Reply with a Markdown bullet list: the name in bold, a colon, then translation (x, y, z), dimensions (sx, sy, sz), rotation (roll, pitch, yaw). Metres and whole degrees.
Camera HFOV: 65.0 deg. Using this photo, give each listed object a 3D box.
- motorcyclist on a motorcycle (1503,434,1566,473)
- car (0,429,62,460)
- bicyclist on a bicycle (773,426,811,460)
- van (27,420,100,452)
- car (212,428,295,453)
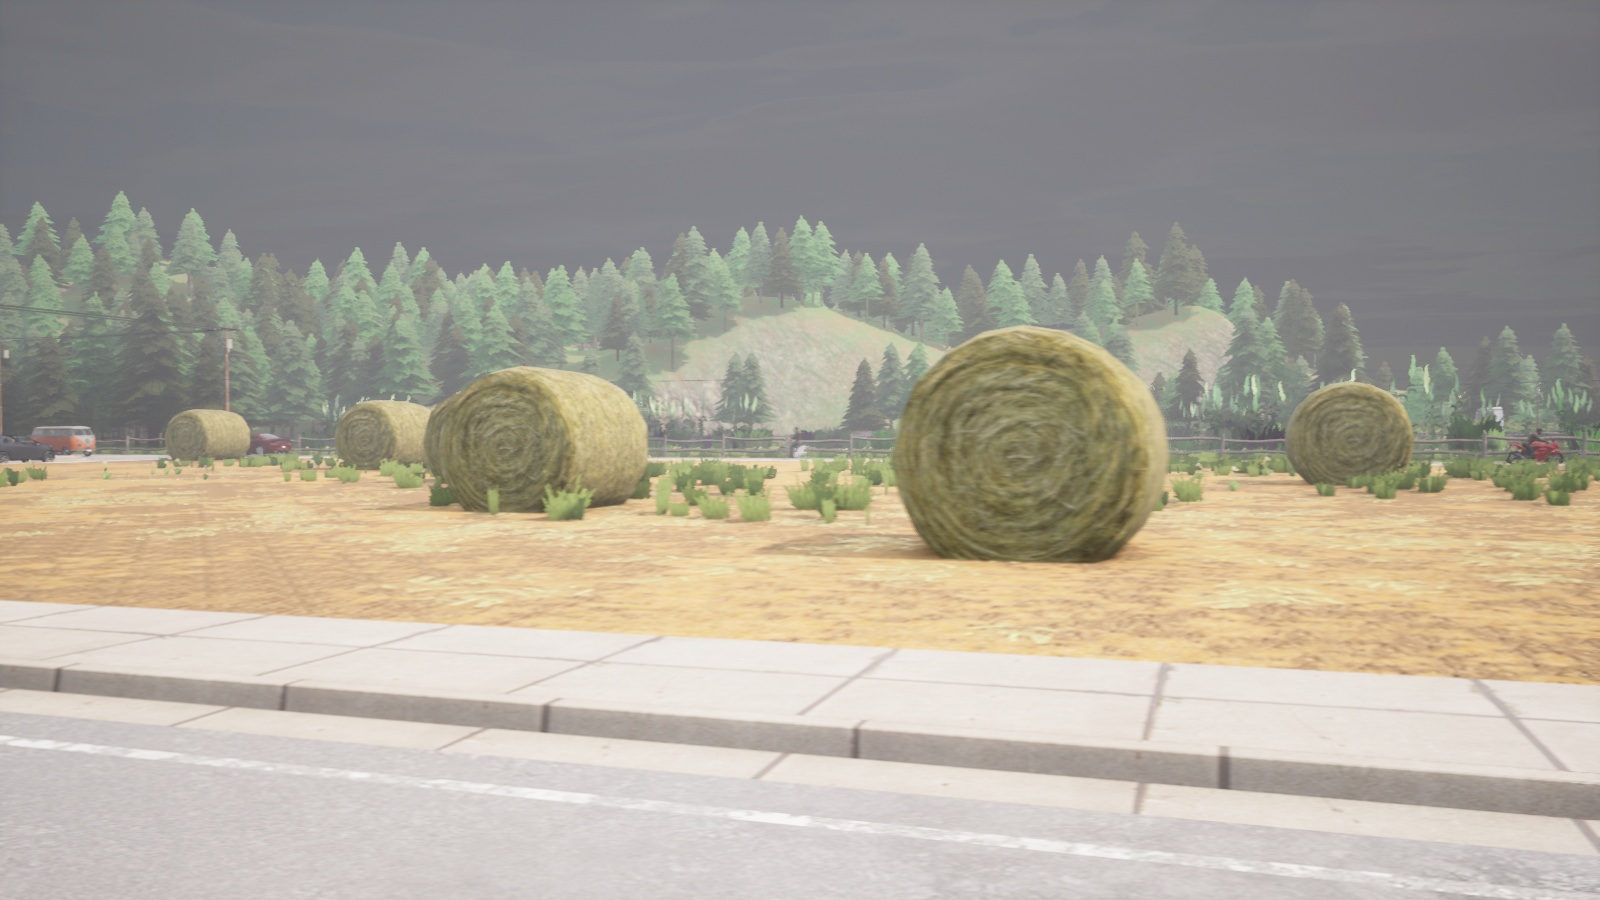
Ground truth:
- **motorcyclist on a motorcycle**: translation (29.163, 0.112, 49.878), dimensions (2.044, 1.523, 0.797), rotation (1, 1, 22)
- **car**: translation (-39.515, -0.295, 63.273), dimensions (1.845, 1.501, 3.633), rotation (1, 1, 20)
- **bicyclist on a bicycle**: translation (-0.411, -0.367, 65.861), dimensions (1.843, 1.776, 0.659), rotation (1, 1, 22)
- **van**: translation (-47.887, -0.917, 81.657), dimensions (4.442, 1.987, 1.775), rotation (1, 1, 22)
- **car**: translation (-34.864, -0.612, 80.074), dimensions (5.008, 1.535, 1.882), rotation (1, 1, 22)
